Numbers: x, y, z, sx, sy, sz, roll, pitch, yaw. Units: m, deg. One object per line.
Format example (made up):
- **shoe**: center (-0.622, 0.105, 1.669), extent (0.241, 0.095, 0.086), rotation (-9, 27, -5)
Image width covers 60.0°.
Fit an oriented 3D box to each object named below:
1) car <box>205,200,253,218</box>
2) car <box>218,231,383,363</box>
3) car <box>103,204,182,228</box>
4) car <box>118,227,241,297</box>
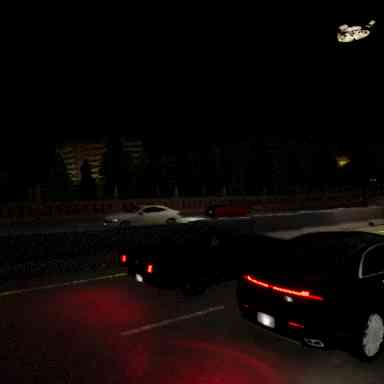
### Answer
- **car**: center (3.105, 1.396, 27.683), extent (4.181, 1.385, 1.994), rotation (-1, 0, -35)
- **car**: center (2.963, 1.457, 5.858), extent (4.892, 1.490, 1.837), rotation (0, 0, -35)
- **car**: center (-2.754, 1.454, 19.216), extent (4.674, 1.442, 1.812), rotation (-1, 0, -35)
- **car**: center (0.668, 1.562, 8.520), extent (4.718, 1.301, 1.895), rotation (-1, 0, -35)
